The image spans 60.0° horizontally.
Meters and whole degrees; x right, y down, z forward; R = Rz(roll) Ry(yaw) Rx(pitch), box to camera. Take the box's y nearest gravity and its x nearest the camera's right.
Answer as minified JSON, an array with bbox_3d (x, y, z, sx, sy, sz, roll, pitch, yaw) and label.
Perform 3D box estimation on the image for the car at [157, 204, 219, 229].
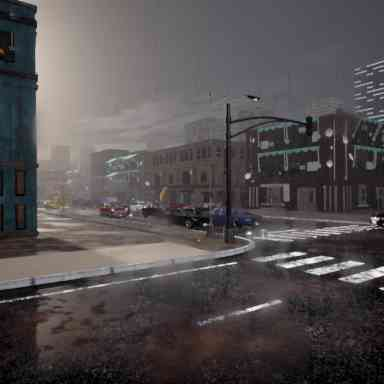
[{"bbox_3d":[-0.394,1.815,23.784,1.947,1.339,4.313,-1,0,-35],"label":"car"}]

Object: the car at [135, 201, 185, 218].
[{"bbox_3d":[-3.206,1.812,32.443,2.128,1.511,4.902,-1,0,-35],"label":"car"}]

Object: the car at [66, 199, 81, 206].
[{"bbox_3d":[-27.130,2.364,76.130,1.947,1.339,4.313,-1,0,-35],"label":"car"}]

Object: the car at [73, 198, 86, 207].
[{"bbox_3d":[-22.333,2.054,65.013,2.097,1.767,4.553,-1,0,-39],"label":"car"}]

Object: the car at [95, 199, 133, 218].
[{"bbox_3d":[-8.331,1.846,35.169,1.967,1.590,4.097,-1,0,-35],"label":"car"}]

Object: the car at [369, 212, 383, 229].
[{"bbox_3d":[13.087,1.496,19.682,4.902,1.511,2.128,0,0,-6],"label":"car"}]

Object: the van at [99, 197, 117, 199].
[{"bbox_3d":[-14.318,1.907,58.076,1.690,1.788,3.998,-1,0,-35],"label":"van"}]

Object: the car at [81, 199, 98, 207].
[{"bbox_3d":[-20.722,2.228,67.103,1.887,1.381,4.507,-1,0,-35],"label":"car"}]

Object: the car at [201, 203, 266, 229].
[{"bbox_3d":[2.774,1.750,23.980,2.033,1.411,5.357,-1,0,-34],"label":"car"}]

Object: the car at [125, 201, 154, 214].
[{"bbox_3d":[-6.915,1.938,43.192,1.812,1.442,4.674,-1,0,-35],"label":"car"}]

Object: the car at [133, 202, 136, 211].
[{"bbox_3d":[-9.205,1.930,40.909,2.128,1.511,4.902,-1,0,-35],"label":"car"}]

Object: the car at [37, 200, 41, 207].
[{"bbox_3d":[-30.758,2.376,66.764,2.008,1.369,4.403,-1,0,-35],"label":"car"}]

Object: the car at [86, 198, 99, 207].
[{"bbox_3d":[-17.523,1.940,62.589,2.192,1.841,5.009,-1,0,-35],"label":"car"}]

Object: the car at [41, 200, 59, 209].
[{"bbox_3d":[-24.251,2.233,57.598,1.752,1.417,4.829,-1,0,-35],"label":"car"}]

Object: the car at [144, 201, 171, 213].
[{"bbox_3d":[-4.699,1.966,44.536,1.802,1.307,4.206,-2,0,-35],"label":"car"}]
